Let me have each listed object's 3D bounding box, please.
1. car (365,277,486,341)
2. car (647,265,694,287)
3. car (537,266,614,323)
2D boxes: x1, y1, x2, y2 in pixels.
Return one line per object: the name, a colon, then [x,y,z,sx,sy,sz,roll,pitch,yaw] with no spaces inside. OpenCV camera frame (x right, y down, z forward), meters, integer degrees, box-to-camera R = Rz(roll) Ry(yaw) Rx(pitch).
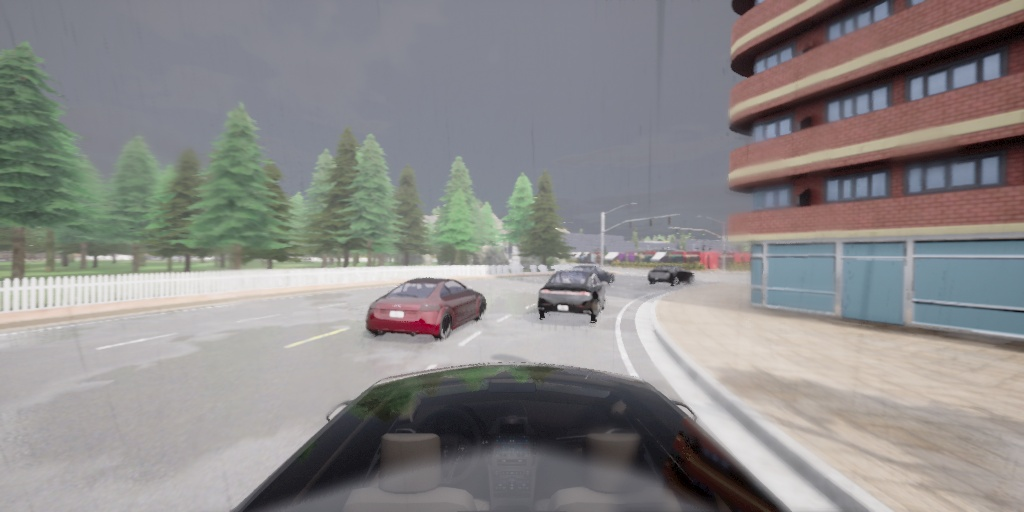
car: [-2.138,1.286,10.001,1.994,1.385,4.181,1,0,13]
car: [11.957,1.429,26.821,4.902,1.511,2.128,1,0,-43]
car: [2.222,1.274,12.516,2.128,1.511,4.902,1,0,18]
